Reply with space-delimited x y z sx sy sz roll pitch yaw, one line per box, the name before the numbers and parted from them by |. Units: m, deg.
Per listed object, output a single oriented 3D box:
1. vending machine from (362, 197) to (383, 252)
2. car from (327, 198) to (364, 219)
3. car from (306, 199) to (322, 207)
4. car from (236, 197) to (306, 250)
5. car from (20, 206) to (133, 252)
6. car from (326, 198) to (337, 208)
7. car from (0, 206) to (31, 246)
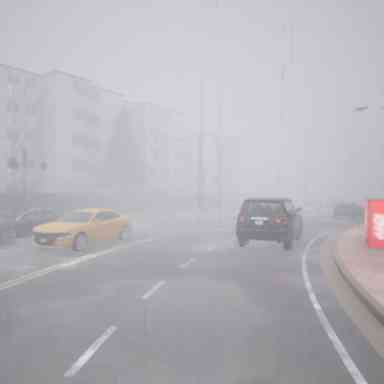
vending machine | 7.450 1.268 13.313 1.100 2.100 0.880 1 0 25
car | 14.504 1.634 30.699 2.128 1.511 4.902 1 0 38
car | 19.675 1.761 54.334 1.994 1.385 4.181 1 0 39
car | 3.624 1.258 15.027 2.150 2.045 5.566 0 0 24
car | -4.371 1.439 14.021 1.882 1.535 5.008 0 0 20
car | 22.582 1.740 52.363 1.837 1.490 4.892 1 0 38
car | -7.671 1.422 15.025 2.128 1.511 4.902 0 0 20
